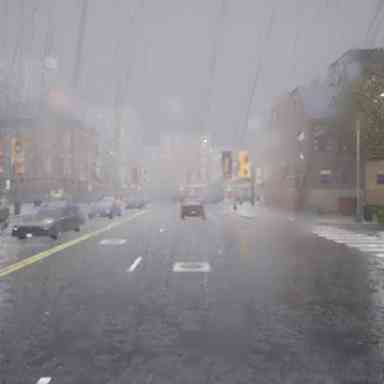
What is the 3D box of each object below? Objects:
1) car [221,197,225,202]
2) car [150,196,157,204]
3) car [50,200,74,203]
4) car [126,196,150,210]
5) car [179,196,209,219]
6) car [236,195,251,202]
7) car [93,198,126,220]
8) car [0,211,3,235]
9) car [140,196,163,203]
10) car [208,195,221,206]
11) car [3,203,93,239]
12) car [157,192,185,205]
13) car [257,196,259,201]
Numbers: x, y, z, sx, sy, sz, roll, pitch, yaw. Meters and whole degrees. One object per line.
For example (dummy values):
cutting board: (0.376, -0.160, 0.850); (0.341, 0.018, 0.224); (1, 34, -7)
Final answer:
car: (4.628, 1.339, 65.158); (1.837, 1.490, 4.892); (0, 0, 36)
car: (-7.249, 1.402, 57.102); (2.033, 1.411, 5.357); (0, 0, 20)
car: (-10.572, 1.409, 26.648); (1.882, 1.535, 5.008); (0, 0, 0)
car: (-6.818, 1.399, 40.593); (1.837, 1.490, 4.892); (0, 1, 3)
car: (0.058, 1.406, 27.946); (1.882, 1.535, 5.008); (0, 0, -2)
car: (11.447, 1.368, 72.889); (4.181, 1.385, 1.994); (0, 0, -39)
car: (-7.071, 1.456, 27.401); (1.812, 1.442, 4.674); (0, 0, 0)
car: (-10.595, 1.451, 15.624); (2.128, 1.511, 4.902); (0, 0, 0)
car: (-7.719, 1.432, 64.138); (1.895, 1.301, 4.718); (0, 0, 30)
car: (2.806, 1.429, 53.269); (1.994, 1.385, 4.181); (0, 0, 19)
car: (-7.099, 1.503, 17.164); (2.033, 1.411, 5.357); (0, 0, 0)
car: (-3.340, 1.076, 57.428); (2.150, 2.045, 5.566); (0, 0, 22)
car: (16.316, 1.173, 72.200); (4.553, 1.767, 2.097); (0, 0, -31)
